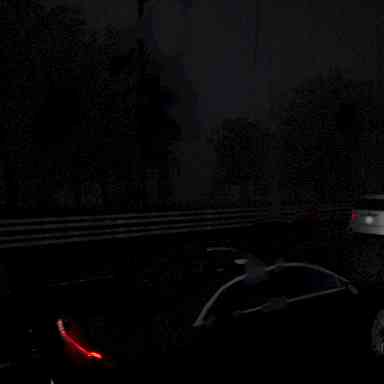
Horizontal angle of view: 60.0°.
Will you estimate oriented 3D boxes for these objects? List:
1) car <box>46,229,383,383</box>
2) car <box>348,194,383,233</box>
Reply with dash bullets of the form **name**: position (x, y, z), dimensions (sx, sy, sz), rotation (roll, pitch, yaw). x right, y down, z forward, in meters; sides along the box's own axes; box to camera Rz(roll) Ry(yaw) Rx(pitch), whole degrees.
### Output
- **car**: position (0.793, 1.469, 4.277), dimensions (4.902, 1.511, 2.128), rotation (0, 0, -35)
- **car**: position (8.996, 1.112, 14.226), dimensions (5.566, 2.045, 2.150), rotation (0, 0, -34)
